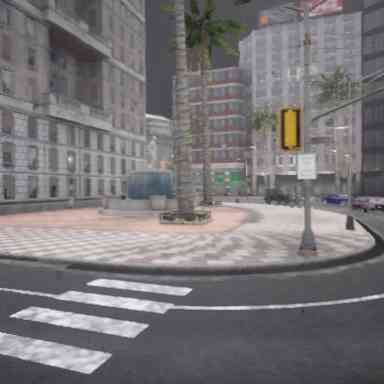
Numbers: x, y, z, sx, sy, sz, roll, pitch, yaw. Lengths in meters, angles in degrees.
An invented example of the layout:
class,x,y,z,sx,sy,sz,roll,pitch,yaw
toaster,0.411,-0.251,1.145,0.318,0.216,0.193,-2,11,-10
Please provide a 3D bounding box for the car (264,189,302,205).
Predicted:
class,x,y,z,sx,sy,sz,roll,pitch,yaw
car,11.758,0.582,43.486,2.150,2.045,5.566,-1,1,-28

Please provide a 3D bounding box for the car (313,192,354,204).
class,x,y,z,sx,sy,sz,roll,pitch,yaw
car,18.977,0.777,44.840,2.128,1.511,4.902,-1,1,-25

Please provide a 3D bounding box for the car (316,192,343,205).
class,x,y,z,sx,sy,sz,roll,pitch,yaw
car,17.397,0.846,39.188,1.882,1.535,5.008,-1,1,-17

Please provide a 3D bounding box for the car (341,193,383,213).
class,x,y,z,sx,sy,sz,roll,pitch,yaw
car,15.392,1.070,29.391,1.994,1.385,4.181,0,1,-2
